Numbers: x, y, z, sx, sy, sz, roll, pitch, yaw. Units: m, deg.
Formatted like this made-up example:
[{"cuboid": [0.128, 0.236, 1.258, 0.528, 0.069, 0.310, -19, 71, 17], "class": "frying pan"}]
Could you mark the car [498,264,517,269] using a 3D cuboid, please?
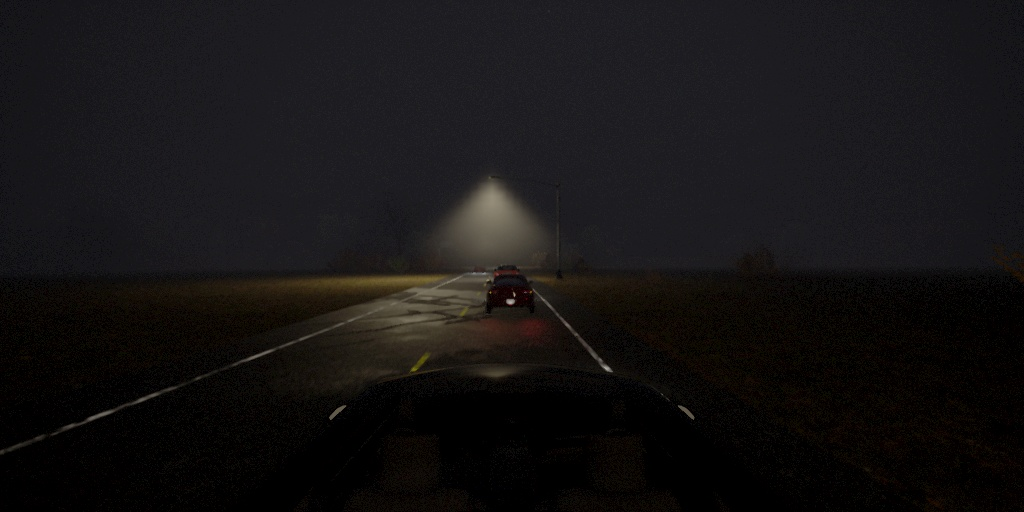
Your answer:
[{"cuboid": [-0.389, 1.442, 29.080, 2.097, 1.767, 4.553, 0, -1, -1], "class": "car"}]

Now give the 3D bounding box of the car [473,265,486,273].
[{"cuboid": [-5.329, 2.061, 59.106, 1.895, 1.301, 4.718, 0, -1, -3], "class": "car"}]

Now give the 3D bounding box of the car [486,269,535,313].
[{"cuboid": [-0.069, 1.440, 14.851, 1.812, 1.442, 4.674, 0, 0, 0], "class": "car"}]
